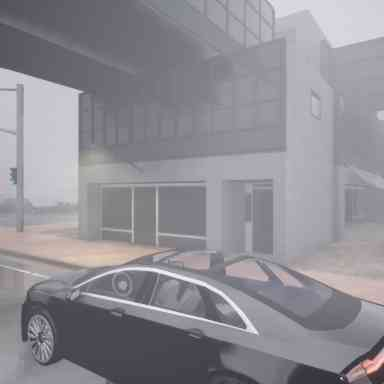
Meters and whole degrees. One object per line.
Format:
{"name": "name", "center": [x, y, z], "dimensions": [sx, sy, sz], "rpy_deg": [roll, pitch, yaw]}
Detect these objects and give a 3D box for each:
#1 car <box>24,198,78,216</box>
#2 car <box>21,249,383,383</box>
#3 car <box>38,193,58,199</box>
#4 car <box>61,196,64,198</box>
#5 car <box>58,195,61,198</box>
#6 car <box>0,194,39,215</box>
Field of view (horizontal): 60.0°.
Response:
{"name": "car", "center": [-13.426, 1.601, 32.665], "dimensions": [1.895, 1.301, 4.718], "rpy_deg": [0, 0, 36]}
{"name": "car", "center": [-0.235, 1.492, 4.160], "dimensions": [4.902, 1.511, 2.128], "rpy_deg": [0, 0, 35]}
{"name": "car", "center": [-30.613, 1.153, 69.413], "dimensions": [4.605, 1.855, 1.932], "rpy_deg": [0, 0, 35]}
{"name": "car", "center": [-12.587, 1.478, 39.671], "dimensions": [1.882, 1.535, 5.008], "rpy_deg": [0, 0, 37]}
{"name": "car", "center": [-28.886, 1.364, 71.739], "dimensions": [3.905, 1.438, 1.784], "rpy_deg": [0, 0, 35]}
{"name": "car", "center": [-17.924, 1.352, 32.439], "dimensions": [2.097, 1.767, 4.553], "rpy_deg": [0, 0, 36]}
